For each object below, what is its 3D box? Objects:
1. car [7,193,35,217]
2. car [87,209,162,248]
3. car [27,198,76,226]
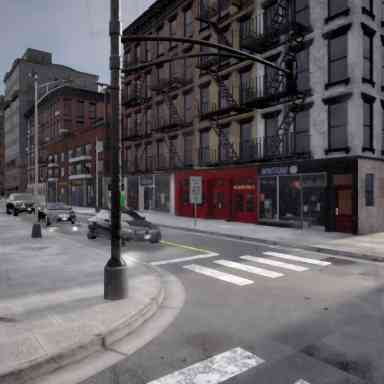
[{"bbox_3d":[-16.046,1.168,31.597,2.150,2.045,5.566,0,0,-37],"label":"car"},{"bbox_3d":[-3.207,1.509,14.948,1.812,1.442,4.674,0,0,-39],"label":"car"},{"bbox_3d":[-9.690,1.456,23.335,2.128,1.511,4.902,0,0,-38],"label":"car"}]
